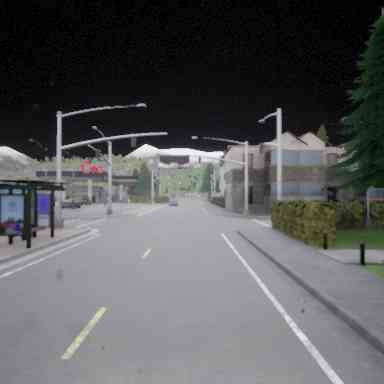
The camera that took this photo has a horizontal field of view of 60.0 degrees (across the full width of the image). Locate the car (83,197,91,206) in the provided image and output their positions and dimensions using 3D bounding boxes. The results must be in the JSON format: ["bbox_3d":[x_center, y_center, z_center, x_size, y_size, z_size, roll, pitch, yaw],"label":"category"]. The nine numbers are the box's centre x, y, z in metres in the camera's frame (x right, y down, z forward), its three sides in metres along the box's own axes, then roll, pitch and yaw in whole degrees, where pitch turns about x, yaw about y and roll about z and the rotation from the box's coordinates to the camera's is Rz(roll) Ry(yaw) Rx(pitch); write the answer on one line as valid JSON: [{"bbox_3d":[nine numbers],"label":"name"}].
[{"bbox_3d":[-22.656,1.935,70.077,1.905,1.878,3.866,0,-1,0],"label":"car"}]

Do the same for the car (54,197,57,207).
[{"bbox_3d":[-25.918,1.881,62.199,1.932,1.855,4.605,0,-1,0],"label":"car"}]

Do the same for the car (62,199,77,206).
[{"bbox_3d":[-25.982,2.225,70.675,1.970,1.475,3.806,0,-1,0],"label":"car"}]

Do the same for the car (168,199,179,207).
[{"bbox_3d":[-3.527,2.156,64.185,1.837,1.490,4.892,0,2,0],"label":"car"}]

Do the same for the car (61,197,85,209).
[{"bbox_3d":[-18.945,1.986,52.208,2.007,1.523,4.514,0,-1,0],"label":"car"}]
